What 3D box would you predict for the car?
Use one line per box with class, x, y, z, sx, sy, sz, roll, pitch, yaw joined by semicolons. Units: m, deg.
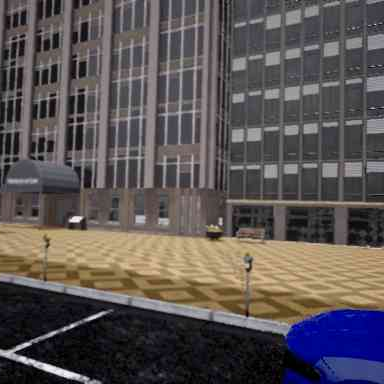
car;3.402;1.757;3.022;5.008;1.535;1.882;1;-3;25
